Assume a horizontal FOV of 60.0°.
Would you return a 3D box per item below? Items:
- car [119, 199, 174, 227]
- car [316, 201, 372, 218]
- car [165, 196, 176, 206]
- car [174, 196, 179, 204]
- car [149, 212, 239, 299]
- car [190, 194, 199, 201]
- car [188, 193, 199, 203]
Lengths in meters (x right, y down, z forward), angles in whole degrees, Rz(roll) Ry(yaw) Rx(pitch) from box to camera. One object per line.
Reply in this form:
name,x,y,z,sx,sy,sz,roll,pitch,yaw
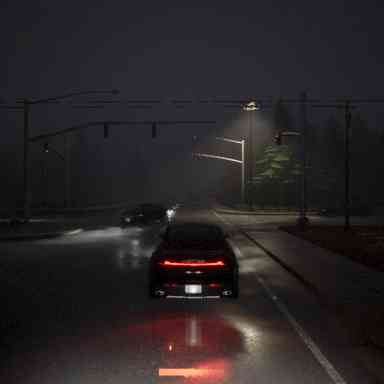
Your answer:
car,-3.304,1.496,23.160,2.128,1.511,4.902,-1,0,17
car,13.459,1.552,29.588,4.674,1.442,1.812,0,0,1
car,-3.599,1.601,44.843,1.895,1.301,4.718,0,0,0
car,-3.576,1.477,54.125,1.882,1.535,5.008,0,0,0
car,0.047,1.501,8.439,1.837,1.490,4.892,0,0,1
car,0.567,1.355,80.865,2.097,1.767,4.553,0,0,2
car,0.296,1.224,70.472,2.150,2.045,5.566,0,0,2
